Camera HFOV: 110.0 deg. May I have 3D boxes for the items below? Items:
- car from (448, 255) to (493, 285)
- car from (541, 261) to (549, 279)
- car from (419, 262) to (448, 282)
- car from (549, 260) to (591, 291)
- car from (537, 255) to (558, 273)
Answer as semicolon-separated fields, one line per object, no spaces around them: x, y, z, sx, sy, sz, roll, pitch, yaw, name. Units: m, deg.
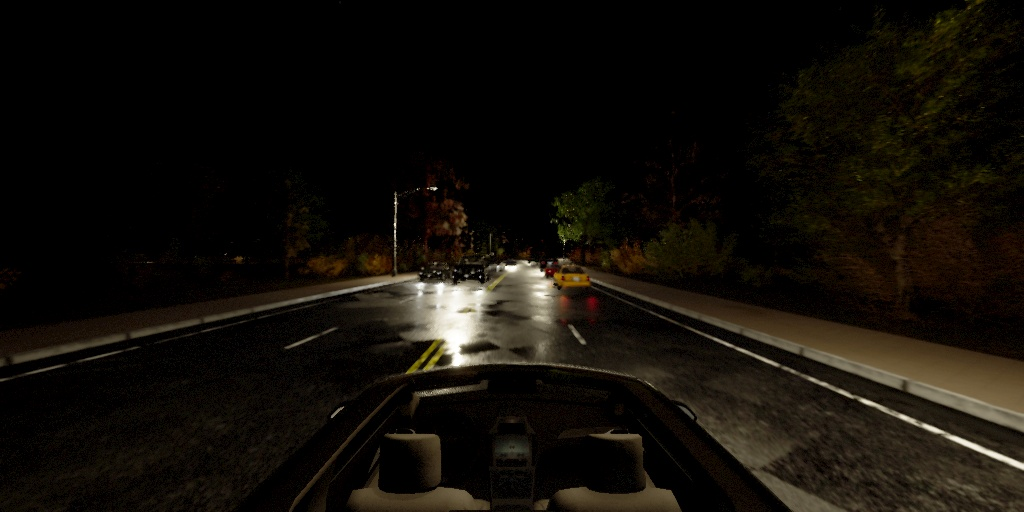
-2.910;0.953;26.486;2.150;2.045;5.566;0;0;2;car
3.914;1.342;32.720;1.895;1.301;4.718;0;0;3;car
-6.059;1.228;28.951;1.837;1.490;4.892;0;0;2;car
3.526;1.207;21.962;1.801;1.575;5.366;0;0;2;car
4.476;0.951;43.629;2.150;2.045;5.566;0;0;3;car
